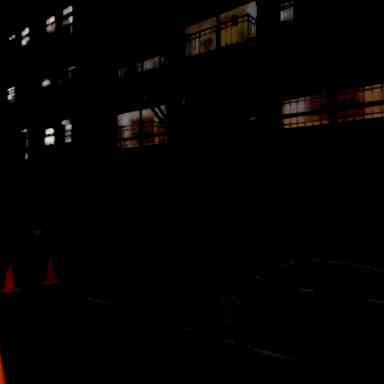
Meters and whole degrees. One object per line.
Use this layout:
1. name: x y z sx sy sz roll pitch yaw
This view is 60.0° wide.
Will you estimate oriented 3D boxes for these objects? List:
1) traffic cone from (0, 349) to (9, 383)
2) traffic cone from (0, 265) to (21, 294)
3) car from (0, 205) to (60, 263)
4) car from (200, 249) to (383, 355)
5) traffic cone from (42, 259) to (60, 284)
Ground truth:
1. traffic cone: -2.209 1.982 3.750 0.340 0.580 0.340 0 -1 37
2. traffic cone: -4.226 2.008 7.741 0.340 0.580 0.340 0 -1 37
3. car: -6.881 1.393 12.176 5.009 1.841 2.192 0 -1 37
4. car: 2.165 1.622 5.448 4.403 1.369 2.008 0 -1 37
5. traffic cone: -3.629 2.020 8.544 0.340 0.580 0.340 0 -1 37
